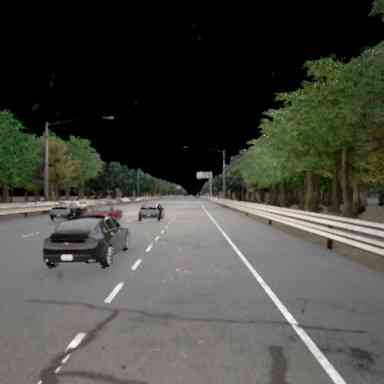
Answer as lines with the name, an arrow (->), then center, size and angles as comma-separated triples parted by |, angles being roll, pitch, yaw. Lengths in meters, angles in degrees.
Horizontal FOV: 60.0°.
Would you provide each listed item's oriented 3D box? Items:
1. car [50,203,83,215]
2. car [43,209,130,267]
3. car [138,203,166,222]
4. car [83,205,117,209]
car -> -10.351, 1.634, 28.234 | 2.128, 1.511, 4.902 | 0, 0, 0
car -> -3.389, 1.538, 11.447 | 1.837, 1.490, 4.892 | 0, 0, 0
car -> -3.351, 1.633, 28.205 | 2.128, 1.511, 4.902 | 0, 0, 0
car -> -6.855, 1.731, 26.660 | 1.895, 1.301, 4.718 | 0, 0, 0
